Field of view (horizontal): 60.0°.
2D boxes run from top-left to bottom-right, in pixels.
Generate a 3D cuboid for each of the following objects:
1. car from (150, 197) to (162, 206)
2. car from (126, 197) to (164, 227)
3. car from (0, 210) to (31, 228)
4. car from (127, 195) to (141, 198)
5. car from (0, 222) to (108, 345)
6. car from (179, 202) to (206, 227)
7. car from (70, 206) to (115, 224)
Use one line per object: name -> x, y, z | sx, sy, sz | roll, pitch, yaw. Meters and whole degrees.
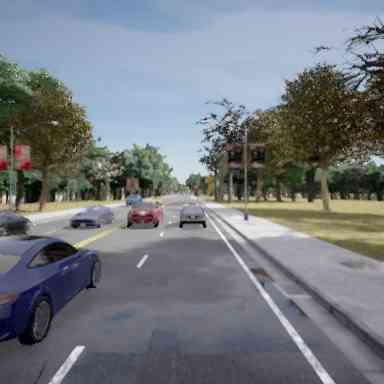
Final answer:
car -> -6.912, 1.804, 64.819 | 1.882, 1.535, 5.008 | 0, 0, 0
car -> -3.208, 1.454, 23.687 | 2.097, 1.767, 4.553 | 0, 0, 0
car -> -9.879, 1.634, 16.838 | 1.994, 1.385, 4.181 | 0, 0, 0
car -> -10.112, 1.512, 58.326 | 2.150, 2.045, 5.566 | 0, 0, 0
car -> -3.157, 1.550, 6.293 | 1.812, 1.442, 4.674 | 0, 0, 0
car -> 0.046, 1.648, 23.492 | 2.033, 1.411, 5.357 | 0, 0, 0
car -> -6.652, 1.646, 22.884 | 2.033, 1.411, 5.357 | 0, 0, 0
